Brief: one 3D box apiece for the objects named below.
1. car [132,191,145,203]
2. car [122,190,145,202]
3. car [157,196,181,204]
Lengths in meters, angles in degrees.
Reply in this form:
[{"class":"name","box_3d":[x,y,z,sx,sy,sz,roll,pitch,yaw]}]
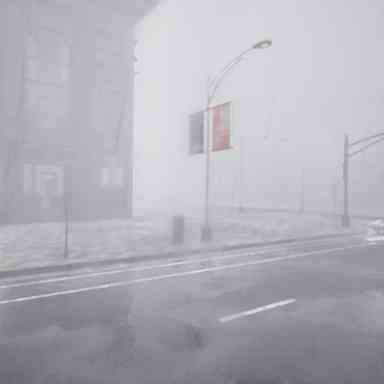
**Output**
[{"class":"car","box_3d":[-10.008,0.917,57.696,2.097,1.767,4.553,1,0,-35]},{"class":"car","box_3d":[-11.561,0.738,65.108,2.150,2.045,5.566,1,0,-35]},{"class":"car","box_3d":[-3.845,1.293,54.237,1.895,1.301,4.718,1,0,-35]}]
